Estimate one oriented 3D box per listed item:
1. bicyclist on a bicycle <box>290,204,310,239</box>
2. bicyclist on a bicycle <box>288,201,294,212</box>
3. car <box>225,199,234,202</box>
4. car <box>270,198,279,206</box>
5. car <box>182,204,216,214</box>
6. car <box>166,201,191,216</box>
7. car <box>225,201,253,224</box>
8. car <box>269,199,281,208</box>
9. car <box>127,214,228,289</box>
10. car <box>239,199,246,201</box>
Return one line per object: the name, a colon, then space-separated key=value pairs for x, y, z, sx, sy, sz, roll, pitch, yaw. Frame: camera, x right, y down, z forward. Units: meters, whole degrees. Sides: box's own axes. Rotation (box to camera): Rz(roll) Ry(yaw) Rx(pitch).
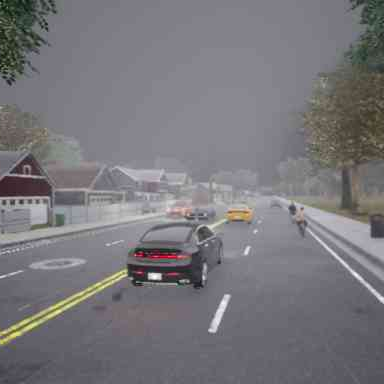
bicyclist on a bicycle: x=5.775 y=1.578 z=17.438 sx=0.866 sy=1.612 sz=1.509 roll=-1 pitch=-1 yaw=13
bicyclist on a bicycle: x=7.574 y=1.585 z=25.110 sx=0.659 sy=1.776 sz=1.843 roll=-1 pitch=0 yaw=13
car: x=8.564 y=2.273 z=75.234 sx=1.837 sy=1.490 sz=4.892 roll=-1 pitch=-1 yaw=13
car: x=17.788 y=2.147 z=71.884 sx=1.882 sy=1.535 sz=5.008 roll=-1 pitch=-1 yaw=13
car: x=0.878 y=1.947 z=29.352 sx=1.895 sy=1.301 sz=4.718 roll=-1 pitch=-1 yaw=13
car: x=-1.133 y=1.791 z=34.943 sx=2.097 sy=1.767 sz=4.553 roll=-1 pitch=-1 yaw=13
car: x=4.036 y=1.766 z=27.712 sx=1.882 sy=1.535 sz=5.008 roll=-1 pitch=-1 yaw=13
car: x=15.135 y=2.109 z=60.303 sx=2.033 sy=1.411 sz=5.357 roll=-1 pitch=-1 yaw=13
car: x=-0.261 y=1.624 z=9.664 sx=1.837 sy=1.490 sz=4.892 roll=-1 pitch=-1 yaw=13
car: x=10.473 y=2.263 z=69.214 sx=2.033 sy=1.411 sz=5.357 roll=-1 pitch=-1 yaw=13
